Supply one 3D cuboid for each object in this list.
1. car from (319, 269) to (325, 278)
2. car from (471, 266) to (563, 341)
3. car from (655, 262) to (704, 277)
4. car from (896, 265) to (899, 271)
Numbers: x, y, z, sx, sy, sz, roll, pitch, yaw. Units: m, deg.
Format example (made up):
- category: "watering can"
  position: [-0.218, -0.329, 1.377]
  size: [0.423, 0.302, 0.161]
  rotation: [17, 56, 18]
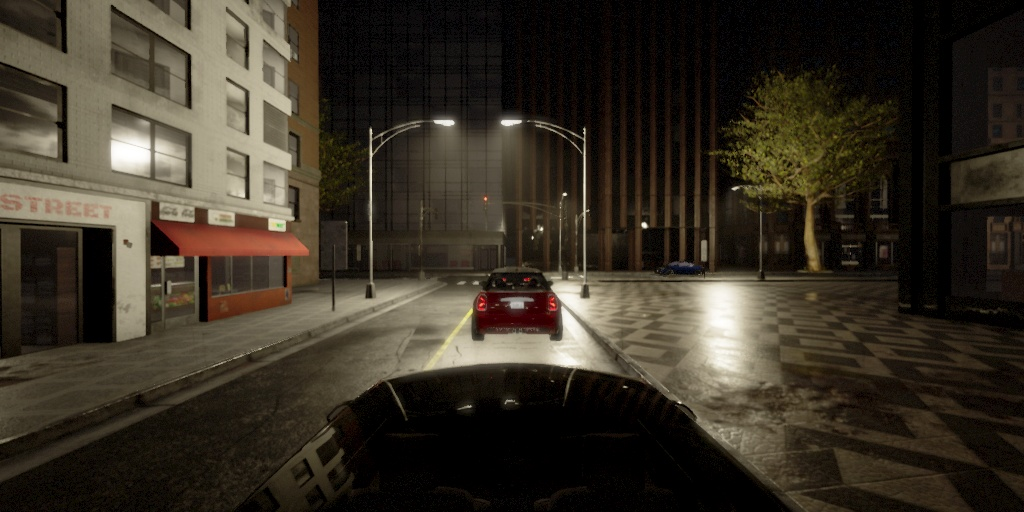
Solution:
- category: "car"
  position: [-18.507, 1.362, 30.816]
  size: [4.181, 1.385, 1.994]
  rotation: [0, 0, 0]
- category: "car"
  position: [0.123, 1.094, 9.981]
  size: [2.097, 1.767, 4.553]
  rotation: [0, 0, 0]
- category: "car"
  position: [15.723, 1.215, 33.829]
  size: [4.181, 1.385, 1.994]
  rotation: [0, 0, 0]
- category: "car"
  position: [39.675, 0.819, 33.661]
  size: [5.566, 2.045, 2.150]
  rotation: [0, 0, 1]
